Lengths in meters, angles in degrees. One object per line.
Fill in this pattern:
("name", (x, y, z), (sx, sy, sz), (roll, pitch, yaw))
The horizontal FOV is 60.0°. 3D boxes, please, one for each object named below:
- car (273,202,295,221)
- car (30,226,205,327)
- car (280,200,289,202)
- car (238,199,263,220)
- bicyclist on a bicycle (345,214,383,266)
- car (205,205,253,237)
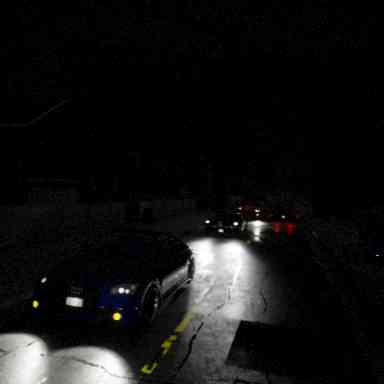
("car", (8.606, 1.894, 31.143), (1.895, 1.301, 4.718), (2, 0, 16))
("car", (-1.266, 1.499, 6.982), (1.994, 1.385, 4.181), (2, 0, 15))
("car", (13.963, 2.017, 50.154), (1.837, 1.490, 4.892), (2, 0, 16))
("car", (5.300, 1.506, 30.148), (2.097, 1.767, 4.553), (2, 0, 16))
("bicyclist on a bicycle", (5.667, 1.519, 10.337), (1.656, 1.620, 0.582), (3, 0, 16))
("car", (2.063, 1.644, 18.780), (1.895, 1.301, 4.718), (2, 0, 16))
